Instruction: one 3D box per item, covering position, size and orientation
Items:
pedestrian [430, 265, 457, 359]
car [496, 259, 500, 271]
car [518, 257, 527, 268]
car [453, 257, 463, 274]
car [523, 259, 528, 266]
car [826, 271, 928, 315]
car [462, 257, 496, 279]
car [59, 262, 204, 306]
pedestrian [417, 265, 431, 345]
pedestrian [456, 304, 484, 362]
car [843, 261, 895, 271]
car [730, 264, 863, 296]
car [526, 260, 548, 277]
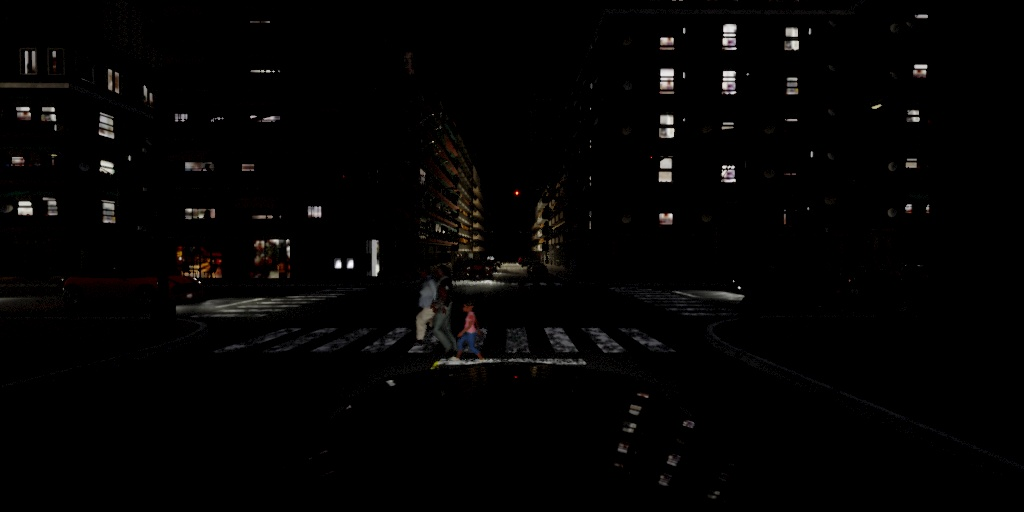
[{"bbox_3d":[-1.358,1.043,7.235,0.375,1.860,0.375,-1,1,0],"label":"pedestrian"},{"bbox_3d":[-2.851,1.240,44.652,1.837,1.490,4.892,0,0,0],"label":"car"},{"bbox_3d":[2.551,1.272,62.262,1.888,1.381,4.507,0,0,0],"label":"car"},{"bbox_3d":[-5.325,1.052,40.162,2.192,1.841,5.009,0,0,0],"label":"car"},{"bbox_3d":[2.556,1.288,40.105,2.007,1.370,4.403,0,0,0],"label":"car"},{"bbox_3d":[14.726,1.348,13.267,4.313,1.339,1.948,0,0,-1],"label":"car"},{"bbox_3d":[-2.851,1.093,31.871,2.097,1.767,4.553,0,0,0],"label":"car"},{"bbox_3d":[-16.081,1.130,15.399,4.553,1.767,2.097,0,1,0],"label":"car"},{"bbox_3d":[-1.794,1.042,7.848,0.375,1.860,0.375,-1,1,0],"label":"pedestrian"},{"bbox_3d":[-0.770,1.042,6.650,0.375,1.860,0.375,-1,1,0],"label":"pedestrian"},{"bbox_3d":[20.240,1.111,21.198,4.097,1.591,1.967,0,0,-1],"label":"car"},{"bbox_3d":[14.478,1.258,18.672,5.357,1.411,2.033,0,1,-1],"label":"car"},{"bbox_3d":[2.557,1.321,34.566,1.802,1.307,4.207,0,0,0],"label":"car"}]
